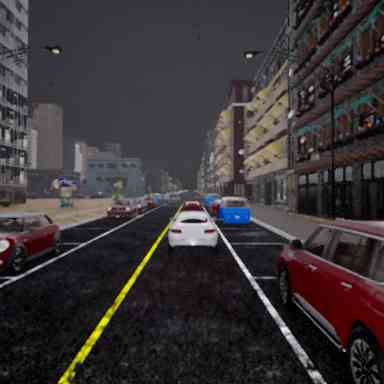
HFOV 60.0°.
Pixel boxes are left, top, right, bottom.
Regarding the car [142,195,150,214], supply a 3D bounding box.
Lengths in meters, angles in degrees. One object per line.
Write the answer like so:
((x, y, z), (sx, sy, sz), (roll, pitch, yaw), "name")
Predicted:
((-5.640, 1.299, 32.947), (1.967, 1.590, 4.097), (1, 0, 0), "car")

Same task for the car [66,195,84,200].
((-30.665, 1.348, 87.290), (4.206, 1.307, 1.802), (0, 0, 1), "car")

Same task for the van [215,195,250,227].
((2.707, 1.252, 21.684), (1.690, 1.788, 3.998), (1, 0, 0), "van")

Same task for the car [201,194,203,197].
((2.709, 1.341, 49.916), (1.947, 1.339, 4.313), (1, 0, 0), "car")

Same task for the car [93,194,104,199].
((-25.185, 1.307, 87.215), (4.313, 1.339, 1.947), (0, 0, 1), "car")

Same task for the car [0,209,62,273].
((-5.680, 1.398, 10.363), (1.967, 1.590, 4.097), (1, 0, 0), "car")

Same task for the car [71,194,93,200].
((-26.365, 1.109, 78.592), (4.097, 1.590, 1.967), (0, 0, 1), "car")

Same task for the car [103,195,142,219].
((-5.647, 1.325, 27.301), (1.967, 1.590, 4.097), (1, 0, 0), "car")

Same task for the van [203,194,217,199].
((2.711, 1.145, 44.269), (1.690, 1.788, 3.998), (1, 0, 0), "van")

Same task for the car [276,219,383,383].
((2.705, 1.296, 4.746), (2.192, 1.841, 5.009), (1, 0, 0), "car")

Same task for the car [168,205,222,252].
((0.052, 1.470, 13.536), (1.812, 1.442, 4.674), (0, 0, 0), "car")

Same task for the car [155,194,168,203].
((-5.635, 1.155, 61.176), (1.967, 1.590, 4.097), (1, 0, 0), "car")

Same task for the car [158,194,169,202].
((-5.636, 1.229, 66.822), (1.887, 1.381, 4.507), (1, 0, 0), "car")

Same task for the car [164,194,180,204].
((-3.064, 1.103, 54.433), (2.097, 1.767, 4.553), (0, 0, 0), "car")

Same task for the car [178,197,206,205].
((0.056, 1.404, 28.598), (1.812, 1.442, 4.674), (0, 0, 0), "car")

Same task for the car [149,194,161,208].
((-5.639, 1.348, 44.239), (1.887, 1.381, 4.507), (1, 0, 0), "car")

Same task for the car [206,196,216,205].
((2.706, 1.404, 32.979), (1.887, 1.381, 4.507), (1, 0, 0), "car")

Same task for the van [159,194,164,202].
((-5.636, 1.116, 49.883), (1.690, 1.788, 3.998), (1, 0, 0), "van")
